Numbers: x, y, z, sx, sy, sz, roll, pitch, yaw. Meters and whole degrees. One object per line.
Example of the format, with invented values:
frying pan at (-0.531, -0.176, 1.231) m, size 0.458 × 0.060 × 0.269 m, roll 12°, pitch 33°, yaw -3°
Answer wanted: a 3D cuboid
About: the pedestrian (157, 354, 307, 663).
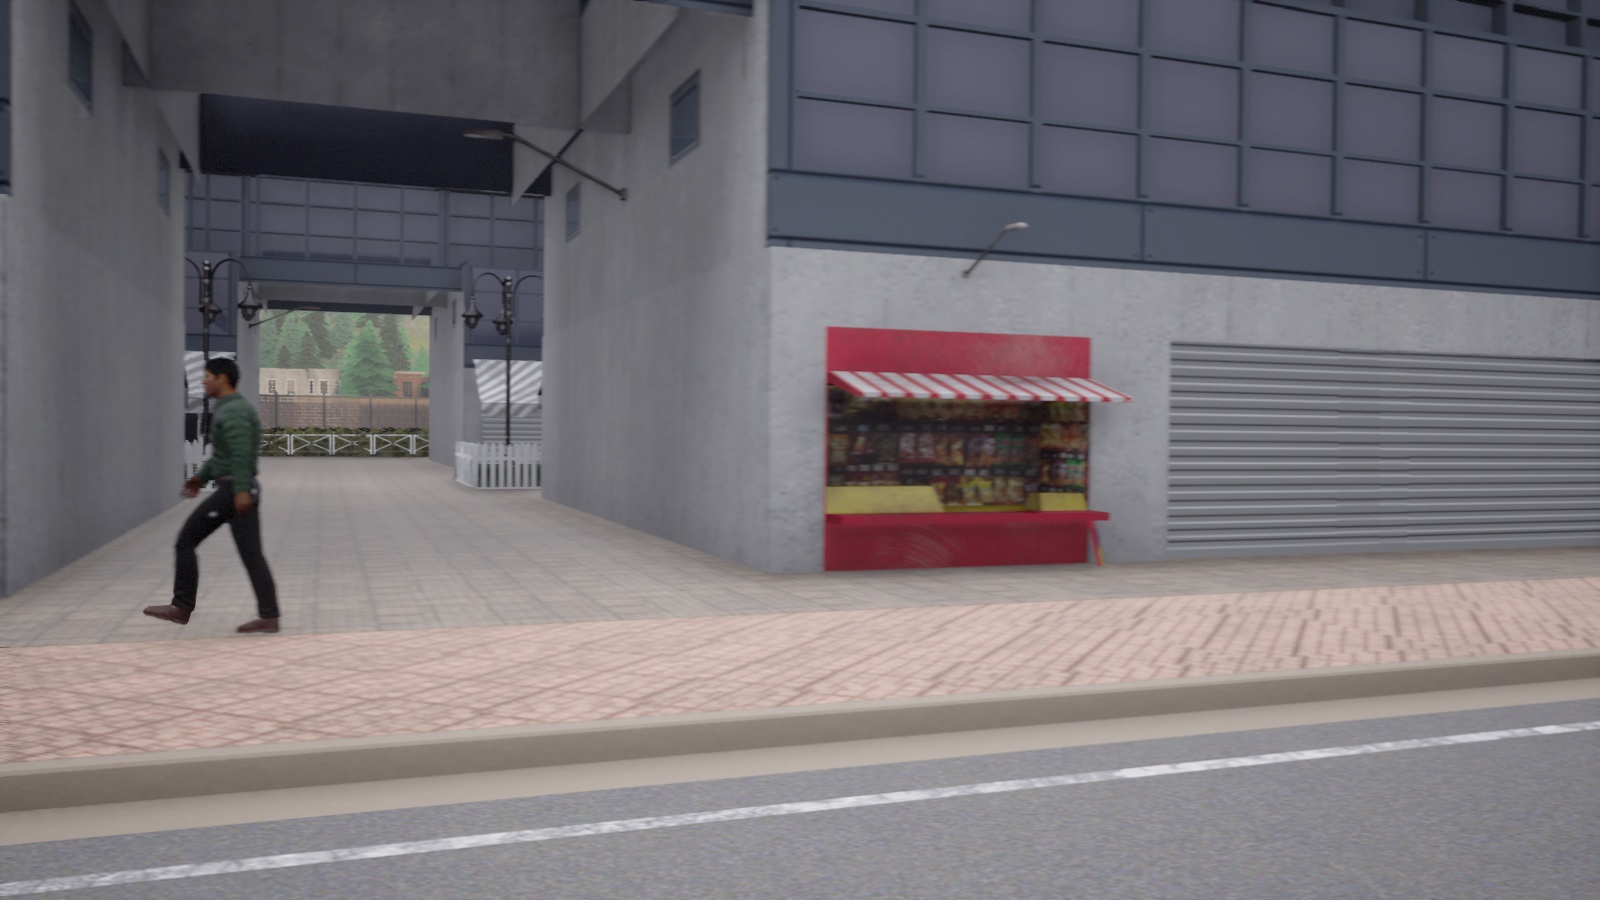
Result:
pedestrian at (-3.694, 0.363, 8.203) m, size 0.788 × 1.949 × 0.423 m, roll -1°, pitch 1°, yaw -12°
